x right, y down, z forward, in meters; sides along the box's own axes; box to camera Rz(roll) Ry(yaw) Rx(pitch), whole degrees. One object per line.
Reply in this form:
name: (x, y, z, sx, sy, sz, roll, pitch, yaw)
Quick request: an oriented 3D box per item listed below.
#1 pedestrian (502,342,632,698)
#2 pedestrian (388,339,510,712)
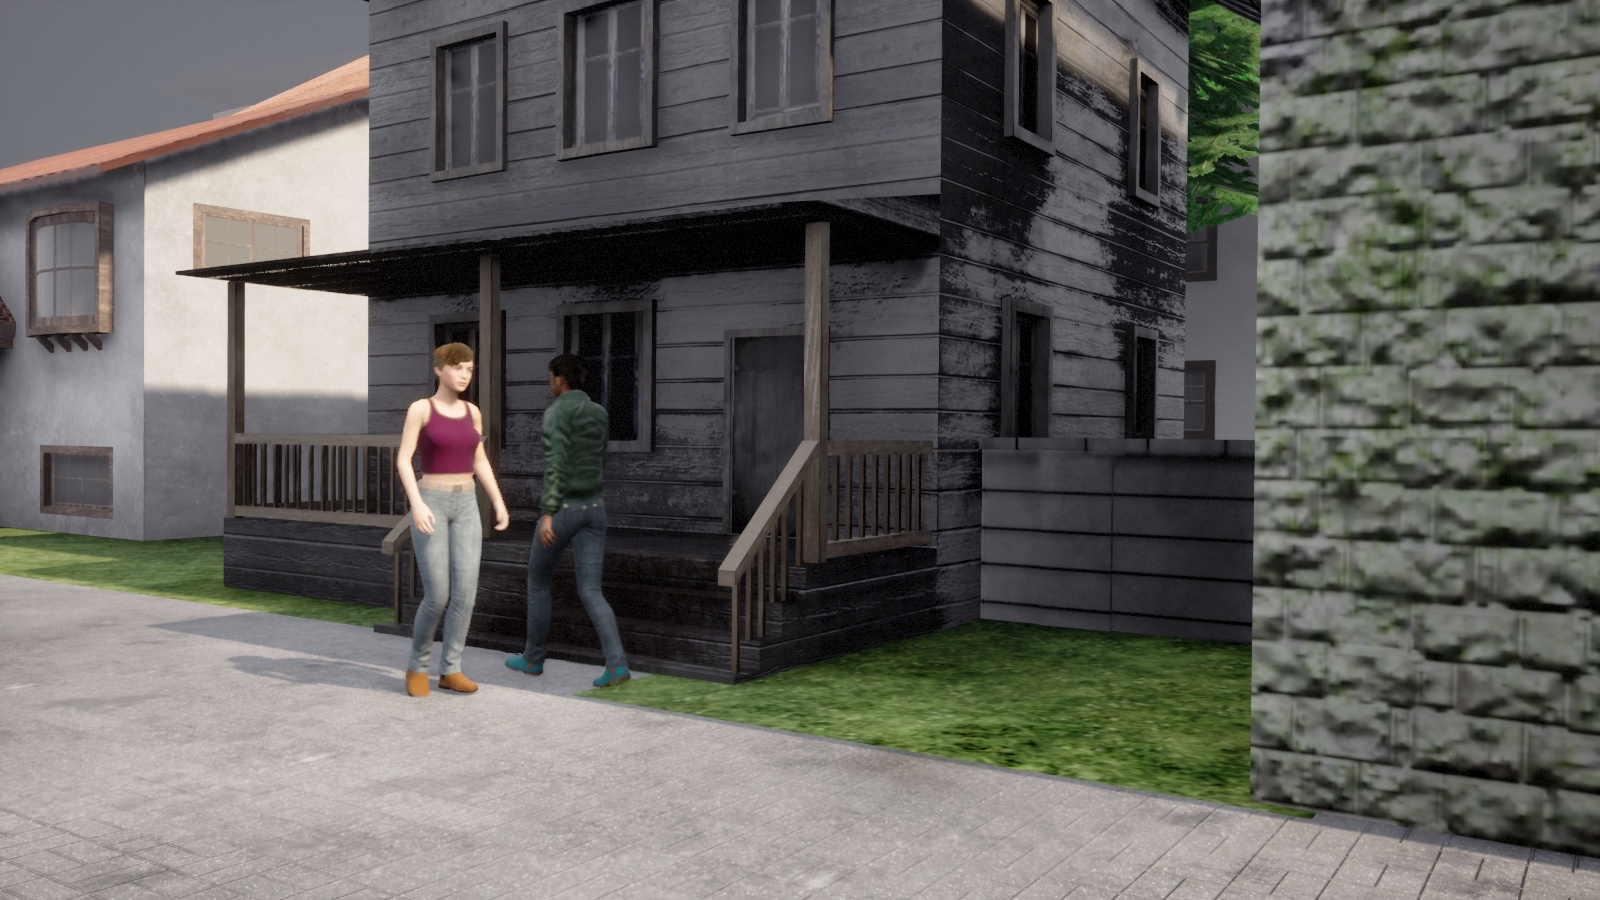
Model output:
pedestrian: (-1.270, 0.359, 6.834, 0.614, 1.847, 0.353, 0, 1, 38)
pedestrian: (-1.825, 0.369, 6.510, 0.345, 1.836, 0.594, -1, 1, -44)
